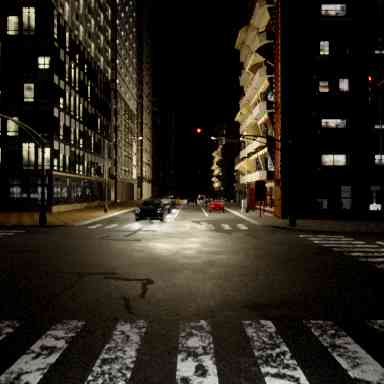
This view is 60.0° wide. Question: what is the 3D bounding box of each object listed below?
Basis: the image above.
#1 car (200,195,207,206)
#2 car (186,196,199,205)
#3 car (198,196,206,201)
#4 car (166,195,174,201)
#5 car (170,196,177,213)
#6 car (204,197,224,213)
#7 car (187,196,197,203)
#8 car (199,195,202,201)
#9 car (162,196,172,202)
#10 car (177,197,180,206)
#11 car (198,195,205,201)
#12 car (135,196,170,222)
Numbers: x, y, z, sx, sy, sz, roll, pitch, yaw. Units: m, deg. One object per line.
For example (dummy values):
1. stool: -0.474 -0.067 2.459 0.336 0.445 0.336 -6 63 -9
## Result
1. car: 2.606 1.567 50.158 2.008 1.369 4.403 0 0 0
2. car: -0.004 1.528 59.991 1.837 1.490 4.892 0 0 0
3. car: 2.547 1.626 84.049 1.802 1.307 4.206 0 0 0
4. car: -5.843 1.596 89.683 1.887 1.381 4.507 0 0 0
5. car: -3.157 1.501 36.753 2.128 1.511 4.902 0 0 0
6. car: 2.679 1.591 37.241 1.802 1.307 4.206 0 0 0
7. car: -0.033 1.594 70.302 1.994 1.385 4.181 0 0 0
8. car: 2.597 1.571 55.806 2.008 1.369 4.403 0 0 0
9. car: -5.823 1.589 78.386 2.008 1.369 4.403 0 0 0
10. car: -3.153 1.615 46.454 1.895 1.301 4.718 0 0 0
11. car: 2.537 1.491 89.698 1.967 1.590 4.097 0 0 0
12. car: -3.140 1.355 25.999 2.097 1.767 4.553 0 0 0
